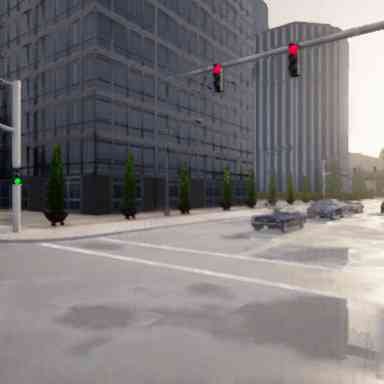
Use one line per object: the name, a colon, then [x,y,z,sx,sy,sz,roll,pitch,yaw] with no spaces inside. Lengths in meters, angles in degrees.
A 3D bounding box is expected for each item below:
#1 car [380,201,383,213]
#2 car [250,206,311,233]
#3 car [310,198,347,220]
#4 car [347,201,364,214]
car: [21.339,1.500,35.488,1.837,1.490,4.892,0,0,36]
car: [5.293,1.608,19.926,1.895,1.301,4.718,0,0,36]
car: [11.188,1.352,27.931,2.097,1.767,4.553,0,0,36]
car: [17.215,1.594,36.098,1.895,1.301,4.718,0,0,37]
